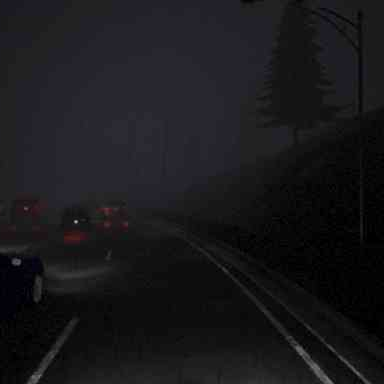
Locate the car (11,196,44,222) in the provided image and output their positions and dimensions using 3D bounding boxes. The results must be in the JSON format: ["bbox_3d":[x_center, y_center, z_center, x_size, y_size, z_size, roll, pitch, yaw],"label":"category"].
[{"bbox_3d":[-13.793,1.373,27.925,2.150,2.045,5.566,0,0,-23],"label":"car"}]

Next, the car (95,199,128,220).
[{"bbox_3d":[-7.237,1.485,30.213,2.097,1.767,4.553,0,0,-22],"label":"car"}]

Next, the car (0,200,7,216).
[{"bbox_3d":[-20.439,1.553,34.293,2.097,1.767,4.553,0,0,-24],"label":"car"}]

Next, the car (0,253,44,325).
[{"bbox_3d":[-3.855,1.511,4.925,1.882,1.535,5.008,0,0,-5],"label":"car"}]

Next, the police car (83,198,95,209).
[{"bbox_3d":[-13.589,1.633,44.635,1.930,1.638,5.238,0,0,-24],"label":"police car"}]

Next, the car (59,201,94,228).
[{"bbox_3d":[-8.132,1.617,23.164,1.837,1.490,4.892,0,0,-20],"label":"car"}]
